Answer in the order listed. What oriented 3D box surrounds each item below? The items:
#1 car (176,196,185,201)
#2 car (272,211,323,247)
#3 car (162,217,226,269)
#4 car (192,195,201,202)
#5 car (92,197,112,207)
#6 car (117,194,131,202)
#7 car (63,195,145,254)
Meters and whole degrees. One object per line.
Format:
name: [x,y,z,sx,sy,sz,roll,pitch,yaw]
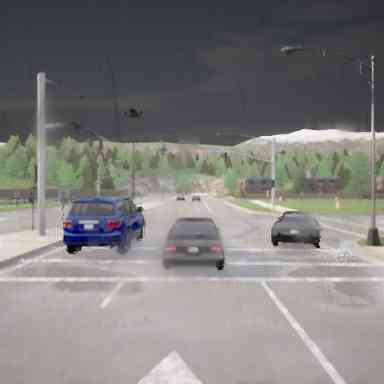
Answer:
car: [-2.522,1.447,74.555,1.895,1.301,4.718,0,0,1]
car: [4.828,1.568,15.171,1.994,1.385,4.181,0,0,21]
car: [0.081,1.550,11.156,2.033,1.411,5.357,0,0,1]
car: [0.977,1.404,74.474,1.994,1.385,4.181,0,0,1]
car: [-14.408,1.520,53.461,1.837,1.490,4.892,0,0,1]
car: [-14.101,1.224,69.500,1.882,1.535,5.008,0,0,1]
car: [-3.372,1.227,13.718,2.150,2.045,5.566,0,0,1]
